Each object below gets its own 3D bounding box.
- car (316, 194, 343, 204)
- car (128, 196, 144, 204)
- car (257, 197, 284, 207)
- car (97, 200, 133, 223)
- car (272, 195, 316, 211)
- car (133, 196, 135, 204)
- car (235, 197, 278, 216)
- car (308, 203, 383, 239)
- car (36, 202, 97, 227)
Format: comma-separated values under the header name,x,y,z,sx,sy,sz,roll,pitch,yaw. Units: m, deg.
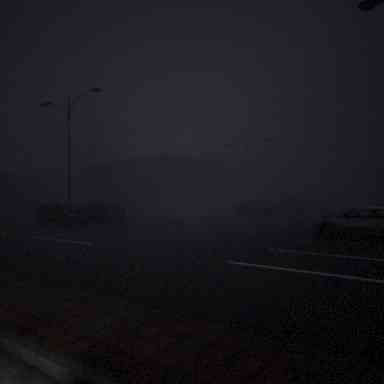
name,x,y,z,sx,sy,sz,roll,pitch,yaw
car,19.600,1.228,48.911,4.605,1.855,1.932,-1,0,36
car,-14.005,1.953,83.497,1.905,1.878,3.866,-1,0,36
car,12.726,1.583,53.871,3.806,1.475,1.970,-1,0,36
car,-7.401,1.557,26.150,5.027,1.636,2.152,-1,0,36
car,11.693,1.438,39.260,4.514,1.523,2.007,-1,0,36
car,-11.981,2.060,76.657,2.242,1.667,4.611,-1,0,36
car,5.775,1.462,31.208,3.633,1.501,1.845,-1,0,36
car,7.599,1.410,15.042,3.806,1.475,1.970,-1,0,36
car,-9.206,1.566,23.584,4.514,1.523,2.007,-1,0,36
